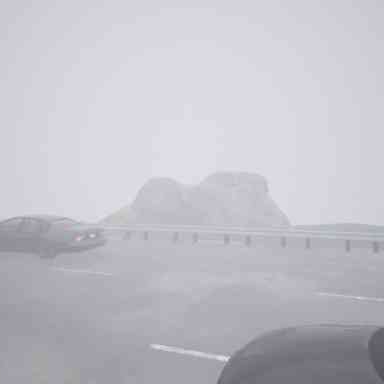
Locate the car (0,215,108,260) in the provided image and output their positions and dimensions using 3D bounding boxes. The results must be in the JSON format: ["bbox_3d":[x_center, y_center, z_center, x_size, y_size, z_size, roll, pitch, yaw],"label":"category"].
[{"bbox_3d":[-5.786,1.547,12.154,5.357,1.411,2.033,0,0,17],"label":"car"}]

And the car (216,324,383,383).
[{"bbox_3d":[2.473,1.491,1.874,4.902,1.511,2.128,0,0,21],"label":"car"}]
